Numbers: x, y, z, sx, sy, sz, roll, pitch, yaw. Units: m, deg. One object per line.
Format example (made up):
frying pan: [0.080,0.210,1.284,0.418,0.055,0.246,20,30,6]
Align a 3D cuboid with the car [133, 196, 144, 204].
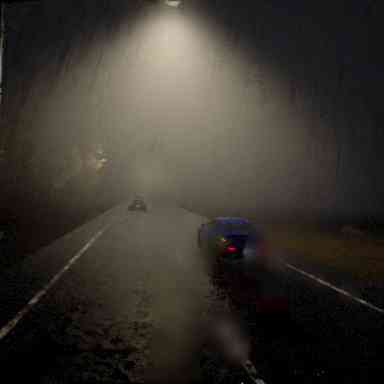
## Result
car: [-9.902,1.457,61.783,1.837,1.490,4.892,2,-1,-9]

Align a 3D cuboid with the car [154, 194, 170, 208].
car: [-4.655,1.333,50.984,2.150,2.045,5.566,2,0,-9]

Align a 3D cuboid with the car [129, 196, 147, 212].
car: [-6.367,1.538,39.256,1.994,1.385,4.181,2,0,-9]

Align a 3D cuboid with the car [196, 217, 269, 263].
car: [1.380,1.659,12.485,1.812,1.442,4.674,2,0,-9]
